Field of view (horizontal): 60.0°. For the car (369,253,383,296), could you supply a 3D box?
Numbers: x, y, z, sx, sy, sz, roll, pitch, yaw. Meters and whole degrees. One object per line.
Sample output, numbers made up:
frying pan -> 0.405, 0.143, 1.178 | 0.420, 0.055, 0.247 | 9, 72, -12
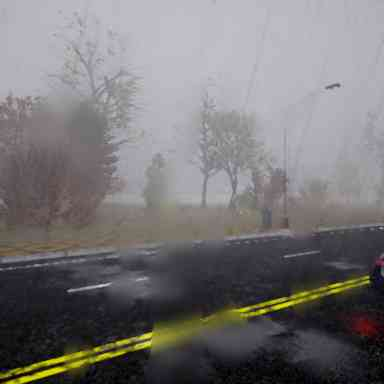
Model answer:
car -> 5.845, 1.594, 7.416 | 4.181, 1.385, 1.994 | 0, 0, -34
